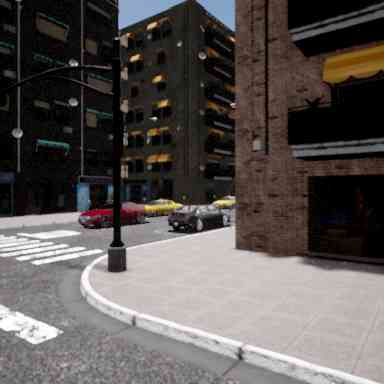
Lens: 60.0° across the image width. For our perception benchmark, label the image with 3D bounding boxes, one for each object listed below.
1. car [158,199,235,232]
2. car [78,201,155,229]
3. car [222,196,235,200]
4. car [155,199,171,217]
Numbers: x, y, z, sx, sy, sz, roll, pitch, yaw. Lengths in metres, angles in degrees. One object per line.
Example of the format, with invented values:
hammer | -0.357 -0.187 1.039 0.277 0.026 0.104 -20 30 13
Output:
car | 0.484 1.327 18.385 2.008 1.369 4.403 1 1 36
car | -4.700 1.325 20.444 1.812 1.442 4.674 0 1 36
car | 3.981 1.100 36.619 1.752 1.417 4.829 1 1 36
car | -2.680 1.242 27.440 1.752 1.417 4.829 1 1 36
